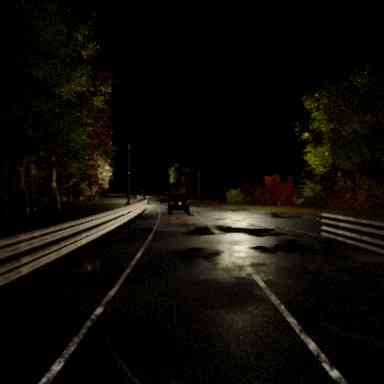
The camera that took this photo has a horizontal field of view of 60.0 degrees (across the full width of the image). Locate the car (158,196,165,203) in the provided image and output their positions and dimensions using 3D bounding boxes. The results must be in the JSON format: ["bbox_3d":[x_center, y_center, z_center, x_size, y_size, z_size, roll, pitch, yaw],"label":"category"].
[{"bbox_3d":[-5.718,1.521,66.546,2.033,1.411,5.357,0,0,-11],"label":"car"}]

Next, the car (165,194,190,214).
[{"bbox_3d":[-1.509,1.240,35.816,2.150,2.045,5.566,0,0,-6],"label":"car"}]
